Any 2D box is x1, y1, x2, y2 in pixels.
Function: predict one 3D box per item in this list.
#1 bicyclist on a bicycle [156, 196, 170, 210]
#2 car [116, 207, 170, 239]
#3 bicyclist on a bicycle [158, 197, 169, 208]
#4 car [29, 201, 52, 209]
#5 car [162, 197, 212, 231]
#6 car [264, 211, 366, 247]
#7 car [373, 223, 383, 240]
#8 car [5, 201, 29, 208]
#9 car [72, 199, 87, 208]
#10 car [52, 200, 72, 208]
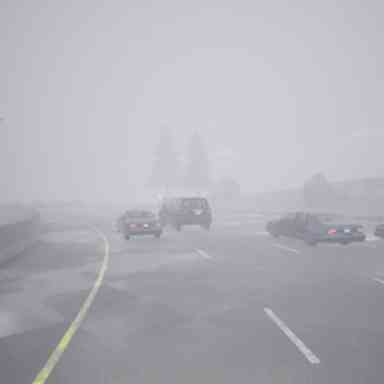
[{"bbox_3d":[-4.384,1.623,50.432,0.582,1.620,1.656,0,-23,47],"label":"bicyclist on a bicycle"},{"bbox_3d":[-3.016,1.675,18.321,2.033,1.411,5.357,-1,0,-19],"label":"car"},{"bbox_3d":[-3.663,1.612,49.617,1.656,1.620,0.582,27,-18,-39],"label":"bicyclist on a bicycle"},{"bbox_3d":[-26.086,2.150,55.941,2.033,1.411,5.357,-1,0,-43],"label":"car"},{"bbox_3d":[-0.563,1.333,21.709,2.150,2.045,5.566,0,0,-20],"label":"car"},{"bbox_3d":[5.275,1.548,15.126,2.033,1.411,5.357,-1,0,-15],"label":"car"},{"bbox_3d":[9.451,1.482,12.541,2.033,1.411,5.357,-1,0,-11],"label":"car"},{"bbox_3d":[-28.649,2.118,53.556,2.128,1.511,4.902,-1,0,-43],"label":"car"},{"bbox_3d":[-20.963,2.069,60.710,1.837,1.490,4.892,-1,0,-43],"label":"car"},{"bbox_3d":[-23.524,2.130,58.325,2.033,1.411,5.357,-1,0,-43],"label":"car"}]
